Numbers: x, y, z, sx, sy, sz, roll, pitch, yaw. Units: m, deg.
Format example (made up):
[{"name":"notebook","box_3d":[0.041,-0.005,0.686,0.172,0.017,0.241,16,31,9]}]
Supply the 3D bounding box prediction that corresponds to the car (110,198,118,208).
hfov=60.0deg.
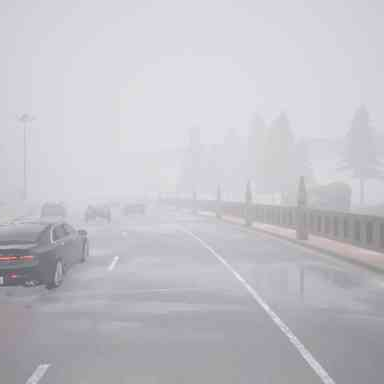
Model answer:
[{"name":"car","box_3d":[-9.769,1.526,42.736,1.812,1.442,4.674,0,0,-24]}]

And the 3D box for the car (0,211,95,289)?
[{"name":"car","box_3d":[-4.155,1.506,9.081,1.837,1.490,4.892,0,0,-5]}]

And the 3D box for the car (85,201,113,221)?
[{"name":"car","box_3d":[-7.621,1.601,26.923,1.895,1.301,4.718,0,0,-16]}]

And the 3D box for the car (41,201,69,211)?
[{"name":"car","box_3d":[-11.946,1.491,29.041,2.128,1.511,4.902,0,0,-17]}]

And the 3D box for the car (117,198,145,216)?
[{"name":"car","box_3d":[-5.931,1.478,32.990,1.882,1.535,5.008,0,0,-19]}]
